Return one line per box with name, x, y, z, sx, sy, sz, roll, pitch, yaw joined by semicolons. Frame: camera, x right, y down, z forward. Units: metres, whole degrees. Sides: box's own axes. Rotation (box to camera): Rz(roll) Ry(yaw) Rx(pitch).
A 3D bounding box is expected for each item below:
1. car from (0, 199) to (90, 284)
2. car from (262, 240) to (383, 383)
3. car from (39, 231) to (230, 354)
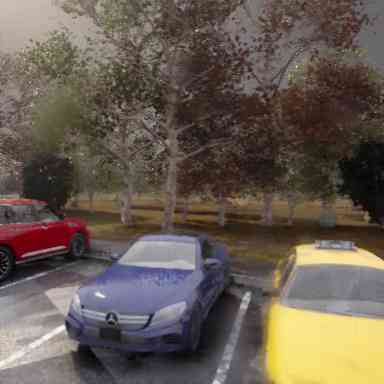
car;-5.280;1.230;9.805;2.435;2.045;5.566;0;-1;14
car;1.967;1.480;4.481;1.946;1.575;5.366;1;-1;15
car;-0.411;1.523;6.375;2.002;1.452;4.674;1;-1;15
